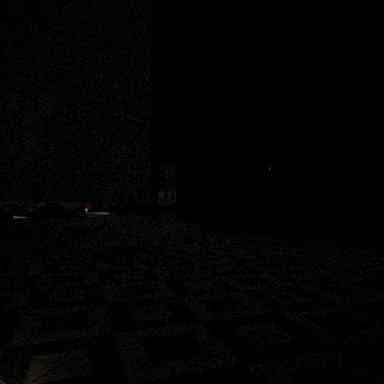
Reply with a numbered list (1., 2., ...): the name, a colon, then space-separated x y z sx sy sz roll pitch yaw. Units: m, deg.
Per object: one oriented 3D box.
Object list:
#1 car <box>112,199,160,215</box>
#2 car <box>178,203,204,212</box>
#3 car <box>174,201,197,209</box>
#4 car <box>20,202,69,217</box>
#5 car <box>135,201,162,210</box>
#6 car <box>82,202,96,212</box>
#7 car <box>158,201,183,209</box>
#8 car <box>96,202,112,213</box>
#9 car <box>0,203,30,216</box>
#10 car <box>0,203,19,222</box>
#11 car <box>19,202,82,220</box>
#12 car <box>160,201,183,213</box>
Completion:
1. car: -6.660 1.792 40.015 2.192 1.841 5.009 -1 -2 35
2. car: -0.103 2.246 49.204 1.802 1.307 4.206 -1 -2 36
3. car: -1.097 2.240 57.713 1.994 1.385 4.181 0 -1 35
4. car: -16.181 1.867 36.728 1.812 1.442 4.674 0 -1 36
5. car: -7.045 2.210 54.153 2.008 1.369 4.403 -1 -2 35
6. car: -13.596 2.016 44.963 1.887 1.381 4.507 -1 -2 35
7. car: -3.770 2.306 58.748 2.008 1.369 4.403 -1 -2 35
8. car: -10.180 2.034 45.130 1.812 1.442 4.674 0 -1 36
9. car: -20.147 1.842 35.772 2.008 1.369 4.403 -1 -1 35
10. car: -16.486 1.775 26.222 1.947 1.339 4.313 -1 -2 35
11. car: -13.112 1.824 30.956 1.752 1.417 4.829 -1 -2 35
12. car: -3.383 2.114 44.604 1.887 1.381 4.507 -1 -2 35
